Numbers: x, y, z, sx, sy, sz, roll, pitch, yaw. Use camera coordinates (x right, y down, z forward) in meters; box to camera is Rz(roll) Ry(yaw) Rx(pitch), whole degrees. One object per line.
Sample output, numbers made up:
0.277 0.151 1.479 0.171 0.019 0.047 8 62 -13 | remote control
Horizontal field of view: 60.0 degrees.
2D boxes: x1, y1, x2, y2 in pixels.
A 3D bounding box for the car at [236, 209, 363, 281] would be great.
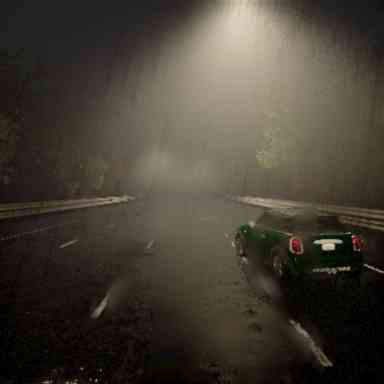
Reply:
2.870 1.306 9.998 2.097 1.767 4.553 0 1 -10 | car
